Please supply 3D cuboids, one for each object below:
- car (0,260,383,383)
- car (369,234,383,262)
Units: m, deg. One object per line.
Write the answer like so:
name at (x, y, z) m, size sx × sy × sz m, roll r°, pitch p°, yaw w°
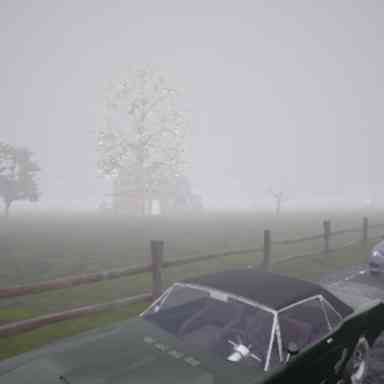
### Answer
car at (0.375, 1.653, 3.580) m, size 4.718 × 1.301 × 1.895 m, roll 1°, pitch -1°, yaw -44°
car at (6.918, 1.672, 9.963) m, size 4.674 × 1.442 × 1.812 m, roll 1°, pitch -1°, yaw -44°
